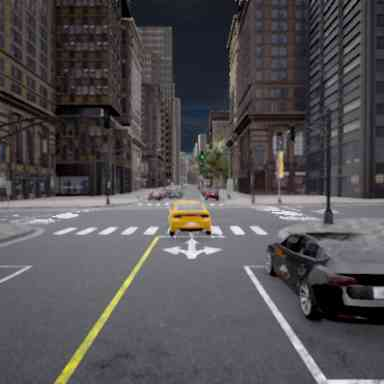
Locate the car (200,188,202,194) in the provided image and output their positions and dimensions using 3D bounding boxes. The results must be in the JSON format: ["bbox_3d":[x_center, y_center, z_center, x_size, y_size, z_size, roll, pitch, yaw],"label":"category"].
[{"bbox_3d":[3.123,0.242,66.770,1.947,1.339,4.313,1,1,0],"label":"car"}]

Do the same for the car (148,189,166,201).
[{"bbox_3d":[-5.507,0.573,50.203,1.887,1.381,4.507,0,1,0],"label":"car"}]

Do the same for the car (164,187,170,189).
[{"bbox_3d":[-5.438,0.340,61.281,1.887,1.381,4.507,0,1,0],"label":"car"}]

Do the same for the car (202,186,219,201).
[{"bbox_3d":[3.019,0.344,50.147,2.192,1.841,5.009,0,1,0],"label":"car"}]

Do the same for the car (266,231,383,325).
[{"bbox_3d":[2.765,1.442,6.840,1.947,1.339,4.313,0,1,0],"label":"car"}]

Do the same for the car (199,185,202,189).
[{"bbox_3d":[3.229,-0.266,83.386,1.967,1.590,4.097,1,1,0],"label":"car"}]

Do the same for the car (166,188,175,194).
[{"bbox_3d":[-5.296,-0.266,83.435,1.967,1.590,4.097,1,1,0],"label":"car"}]

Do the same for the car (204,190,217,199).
[{"bbox_3d":[3.053,0.458,55.690,1.887,1.381,4.507,0,1,0],"label":"car"}]

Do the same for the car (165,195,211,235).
[{"bbox_3d":[-0.255,1.155,16.829,1.882,1.535,5.008,0,2,-6],"label":"car"}]

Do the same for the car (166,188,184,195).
[{"bbox_3d":[-2.775,0.497,54.778,1.994,1.385,4.181,0,1,1],"label":"car"}]
